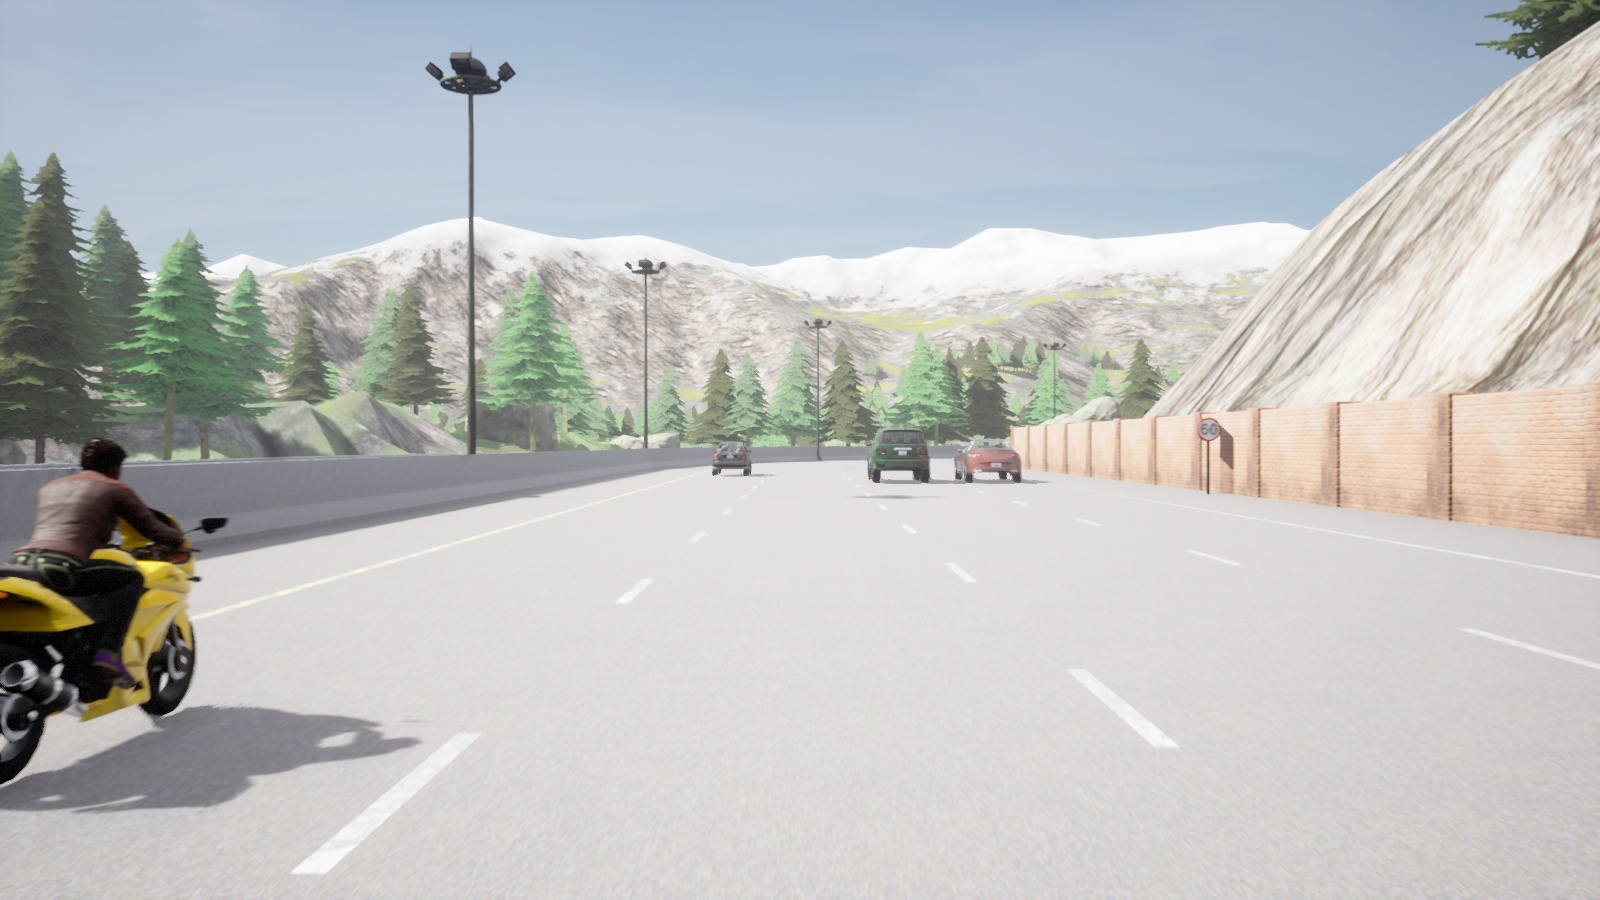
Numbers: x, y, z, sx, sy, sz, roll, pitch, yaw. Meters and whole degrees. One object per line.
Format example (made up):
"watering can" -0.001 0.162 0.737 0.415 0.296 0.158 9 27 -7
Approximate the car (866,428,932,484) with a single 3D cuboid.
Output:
"car" 3.786 0.193 48.840 2.150 2.045 5.566 0 0 0

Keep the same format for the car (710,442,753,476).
"car" -3.160 0.391 58.853 1.789 1.549 3.705 0 0 0

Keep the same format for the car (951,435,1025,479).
"car" 7.288 0.254 49.154 2.152 1.651 5.027 0 0 0

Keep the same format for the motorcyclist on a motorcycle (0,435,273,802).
"motorcyclist on a motorcycle" -3.450 0.691 6.233 0.797 1.523 2.044 0 0 0
